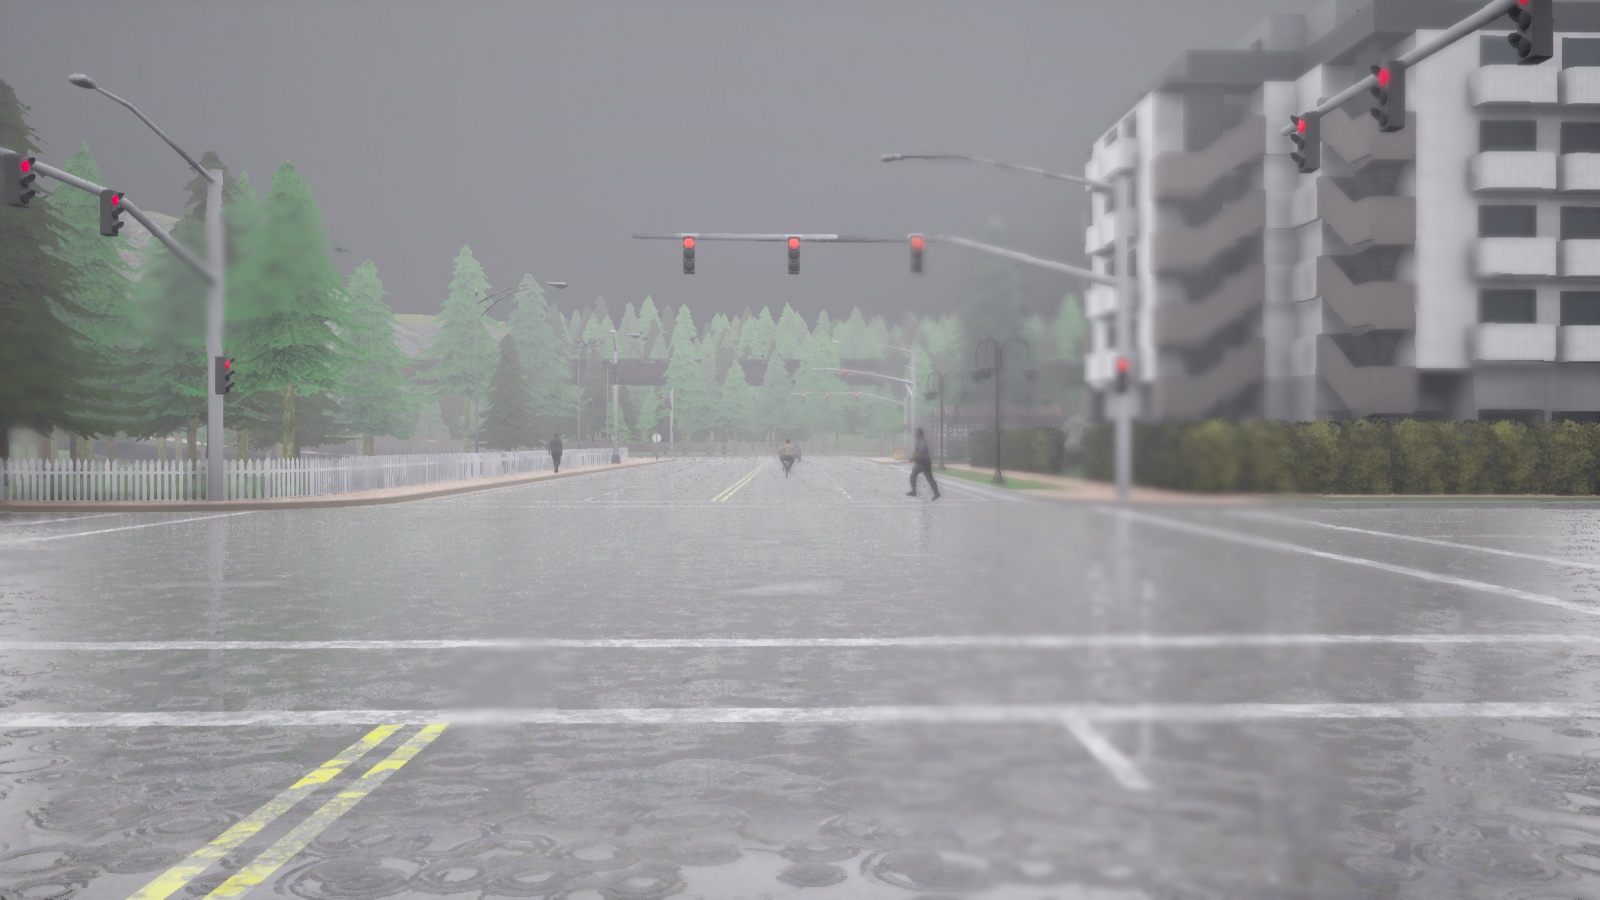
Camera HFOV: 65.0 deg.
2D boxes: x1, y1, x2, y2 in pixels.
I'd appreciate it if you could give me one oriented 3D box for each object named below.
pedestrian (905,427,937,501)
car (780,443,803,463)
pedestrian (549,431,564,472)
[{"bbox_3d":[3.054,0.359,31.661,0.694,1.848,0.540,0,0,-9],"label":"pedestrian"},{"bbox_3d":[-0.655,0.207,97.837,1.816,1.474,4.193,0,0,0],"label":"car"},{"bbox_3d":[-10.971,0.077,56.594,0.540,1.848,0.694,0,0,-2],"label":"pedestrian"}]
